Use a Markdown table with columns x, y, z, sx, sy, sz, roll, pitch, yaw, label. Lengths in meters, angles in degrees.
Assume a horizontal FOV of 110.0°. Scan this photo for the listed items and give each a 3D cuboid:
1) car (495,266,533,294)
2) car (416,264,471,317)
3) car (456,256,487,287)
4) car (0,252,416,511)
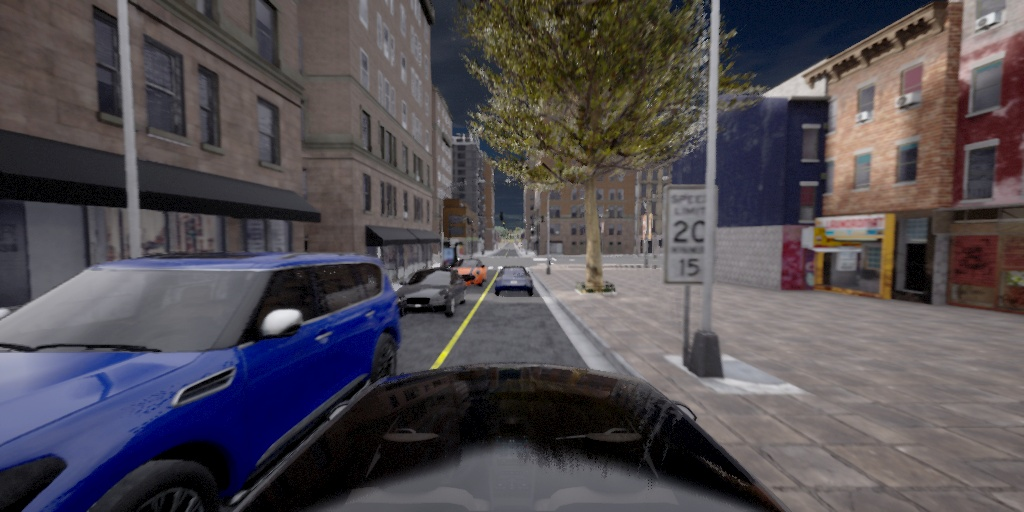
| x | y | z | sx | sy | sz | roll | pitch | yaw | label |
| --- | --- | --- | --- | --- | --- | --- | --- | --- | --- |
| 0.107 | 1.206 | 19.292 | 1.994 | 1.385 | 4.181 | 0 | 1 | 0 | car |
| -2.806 | 1.217 | 13.151 | 1.837 | 1.490 | 4.892 | 0 | 0 | 0 | car |
| -2.766 | 0.933 | 23.016 | 2.097 | 1.767 | 4.553 | 0 | 1 | 0 | car |
| -2.849 | 0.972 | 3.580 | 2.150 | 2.045 | 5.566 | 0 | 0 | 1 | car |
